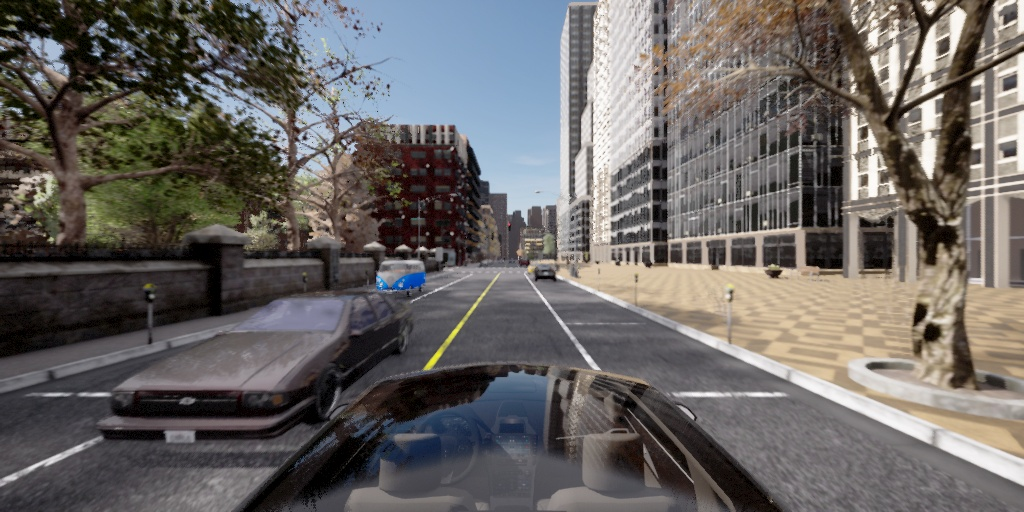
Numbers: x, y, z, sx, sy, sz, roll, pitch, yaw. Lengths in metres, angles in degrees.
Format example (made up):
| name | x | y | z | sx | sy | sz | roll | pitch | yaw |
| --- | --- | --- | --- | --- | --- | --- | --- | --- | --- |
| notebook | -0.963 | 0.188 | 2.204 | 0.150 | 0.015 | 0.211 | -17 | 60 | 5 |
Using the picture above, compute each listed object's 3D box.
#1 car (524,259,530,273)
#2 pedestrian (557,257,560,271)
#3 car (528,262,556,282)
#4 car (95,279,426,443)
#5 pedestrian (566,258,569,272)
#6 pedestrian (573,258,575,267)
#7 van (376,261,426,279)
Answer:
| name | x | y | z | sx | sy | sz | roll | pitch | yaw |
| --- | --- | --- | --- | --- | --- | --- | --- | --- | --- |
| car | 2.663 | 1.385 | 41.473 | 1.751 | 1.417 | 4.829 | 0 | 0 | 0 |
| pedestrian | 6.105 | 1.022 | 47.188 | 0.375 | 1.860 | 0.375 | 0 | 0 | 0 |
| car | 2.669 | 1.390 | 30.038 | 1.948 | 1.339 | 4.313 | 0 | 0 | 0 |
| car | -3.105 | 1.307 | 6.016 | 2.033 | 1.411 | 5.357 | 0 | 0 | 0 |
| pedestrian | 7.106 | 1.160 | 45.989 | 0.375 | 1.860 | 0.375 | 0 | 0 | 0 |
| pedestrian | 8.106 | 1.142 | 46.589 | 0.375 | 1.860 | 0.375 | 0 | 0 | 0 |
| van | -5.703 | 1.132 | 18.767 | 1.690 | 1.789 | 3.998 | 0 | 0 | 0 |
